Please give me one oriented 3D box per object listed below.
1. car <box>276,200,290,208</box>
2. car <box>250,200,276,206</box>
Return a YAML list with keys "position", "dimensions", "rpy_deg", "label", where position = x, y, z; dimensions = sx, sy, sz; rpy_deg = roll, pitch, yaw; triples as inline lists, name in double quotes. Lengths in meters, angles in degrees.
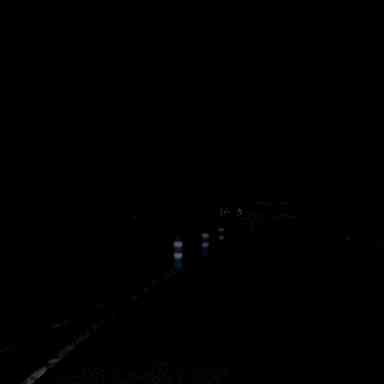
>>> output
- position: [20.428, 2.549, 73.551]
  dimensions: [2.097, 1.767, 4.553]
  rpy_deg: [0, -1, 19]
  label: "car"
- position: [19.850, 3.276, 93.063]
  dimensions: [5.366, 1.575, 1.946]
  rpy_deg: [0, -2, 19]
  label: "car"
